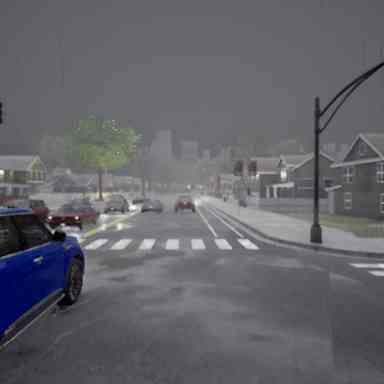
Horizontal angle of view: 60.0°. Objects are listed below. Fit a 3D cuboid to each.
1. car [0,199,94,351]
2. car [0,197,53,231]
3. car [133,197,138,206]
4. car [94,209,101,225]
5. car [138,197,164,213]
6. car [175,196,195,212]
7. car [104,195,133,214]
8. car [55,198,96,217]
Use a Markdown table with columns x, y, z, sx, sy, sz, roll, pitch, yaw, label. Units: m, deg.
| x | y | z | sx | sy | sz | roll | pitch | yaw | label |
| --- | --- | --- | --- | --- | --- | --- | --- | --- | --- |
| -3.292 | 1.189 | 4.746 | 2.150 | 2.045 | 5.566 | 0 | 0 | -2 | car |
| -10.346 | 1.224 | 20.113 | 2.097 | 1.767 | 4.553 | 0 | 0 | -1 | car |
| -7.731 | 1.340 | 49.468 | 1.895 | 1.301 | 4.718 | 0 | 0 | 0 | car |
| -7.104 | 1.484 | 20.424 | 1.895 | 1.301 | 4.718 | 0 | 0 | -1 | car |
| -3.958 | 1.397 | 33.712 | 1.994 | 1.385 | 4.181 | 0 | 0 | -1 | car |
| -0.771 | 1.185 | 36.436 | 2.097 | 1.767 | 4.553 | 0 | 0 | -1 | car |
| -7.384 | 1.327 | 32.963 | 1.837 | 1.490 | 4.892 | 0 | 0 | -1 | car |
| -10.585 | 1.368 | 30.785 | 2.033 | 1.411 | 5.357 | 0 | 0 | -1 | car |
